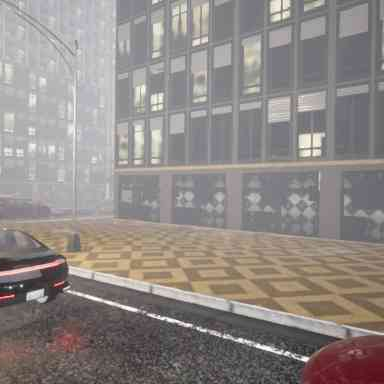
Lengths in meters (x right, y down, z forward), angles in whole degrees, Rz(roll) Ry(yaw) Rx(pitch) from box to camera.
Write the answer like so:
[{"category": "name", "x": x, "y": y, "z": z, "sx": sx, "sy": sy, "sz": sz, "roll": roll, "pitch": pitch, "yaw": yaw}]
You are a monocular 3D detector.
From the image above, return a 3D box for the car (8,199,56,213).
[{"category": "car", "x": -19.068, "y": 1.643, "z": 39.836, "sx": 1.752, "sy": 1.417, "sz": 4.829, "roll": 1, "pitch": 0, "yaw": 36}]

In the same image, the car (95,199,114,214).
[{"category": "car", "x": -8.773, "y": 1.830, "z": 39.691, "sx": 1.752, "sy": 1.417, "sz": 4.829, "roll": 1, "pitch": 0, "yaw": 36}]

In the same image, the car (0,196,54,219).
[{"category": "car", "x": -15.554, "y": 1.519, "z": 30.467, "sx": 2.192, "sy": 1.841, "sz": 5.009, "roll": 1, "pitch": 0, "yaw": 36}]

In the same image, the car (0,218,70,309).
[{"category": "car", "x": -4.575, "y": 1.488, "z": 6.920, "sx": 4.902, "sy": 1.511, "sz": 2.128, "roll": 0, "pitch": 0, "yaw": 35}]

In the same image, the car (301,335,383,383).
[{"category": "car", "x": 2.912, "y": 1.526, "z": 1.619, "sx": 4.674, "sy": 1.442, "sz": 1.812, "roll": 0, "pitch": 0, "yaw": 35}]

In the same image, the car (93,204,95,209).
[{"category": "car", "x": -11.299, "y": 1.749, "z": 46.008, "sx": 1.837, "sy": 1.490, "sz": 4.892, "roll": 1, "pitch": 0, "yaw": 36}]
